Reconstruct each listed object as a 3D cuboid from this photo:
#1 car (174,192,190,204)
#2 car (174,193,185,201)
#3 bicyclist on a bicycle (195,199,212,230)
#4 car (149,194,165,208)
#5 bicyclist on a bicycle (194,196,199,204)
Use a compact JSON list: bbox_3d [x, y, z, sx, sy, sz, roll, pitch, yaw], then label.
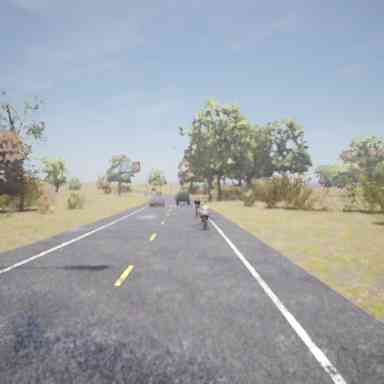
[{"bbox_3d":[-1.534,0.996,55.741,2.150,2.045,5.566,0,0,-3],"label":"car"},{"bbox_3d":[-2.822,1.041,73.851,2.097,1.767,4.553,0,0,-4],"label":"car"},{"bbox_3d":[0.759,1.366,19.568,0.866,1.612,1.509,0,0,-1],"label":"bicyclist on a bicycle"},{"bbox_3d":[-4.674,1.390,45.236,1.994,1.385,4.181,0,0,-2],"label":"car"},{"bbox_3d":[0.484,1.260,29.388,0.659,1.776,1.843,0,0,-2],"label":"bicyclist on a bicycle"}]
